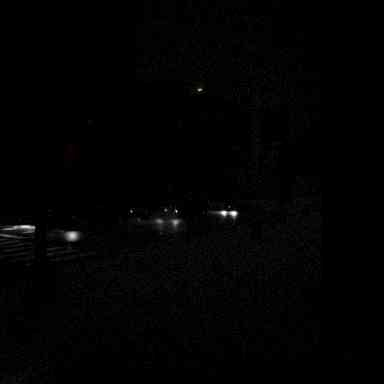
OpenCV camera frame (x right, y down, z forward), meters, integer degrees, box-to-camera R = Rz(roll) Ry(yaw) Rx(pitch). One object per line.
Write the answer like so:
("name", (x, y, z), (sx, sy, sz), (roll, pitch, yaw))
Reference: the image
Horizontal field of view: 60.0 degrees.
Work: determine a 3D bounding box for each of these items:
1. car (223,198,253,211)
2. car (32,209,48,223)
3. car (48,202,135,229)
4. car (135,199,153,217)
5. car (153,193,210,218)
("car", (5.216, 1.421, 37.639), (1.994, 1.385, 4.181), (0, 0, 36))
("car", (-8.902, 1.511, 23.368), (1.994, 1.385, 4.181), (0, 0, 35))
("car", (-6.300, 1.419, 21.431), (1.882, 1.535, 5.008), (0, 0, 34))
("car", (-3.785, 1.402, 30.587), (2.128, 1.511, 4.902), (0, 0, 35))
("car", (-0.553, 1.121, 29.536), (2.150, 2.045, 5.566), (0, 0, 35))
